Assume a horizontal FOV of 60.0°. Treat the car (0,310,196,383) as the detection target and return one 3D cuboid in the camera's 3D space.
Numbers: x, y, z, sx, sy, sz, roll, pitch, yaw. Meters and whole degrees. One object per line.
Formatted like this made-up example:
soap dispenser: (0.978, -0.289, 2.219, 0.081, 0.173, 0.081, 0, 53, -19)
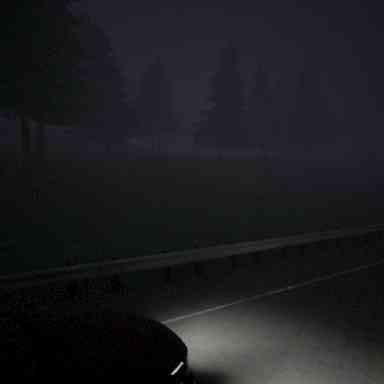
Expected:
car: (-2.131, 1.530, 2.261, 4.674, 1.442, 1.812, 0, 0, -36)
